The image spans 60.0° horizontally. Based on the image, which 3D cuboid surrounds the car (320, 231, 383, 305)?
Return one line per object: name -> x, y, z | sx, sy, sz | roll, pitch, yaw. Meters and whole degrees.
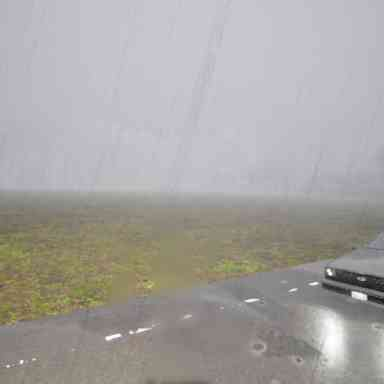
car -> 5.290, 1.558, 7.764 | 5.357, 1.411, 2.033 | 0, 0, -36
